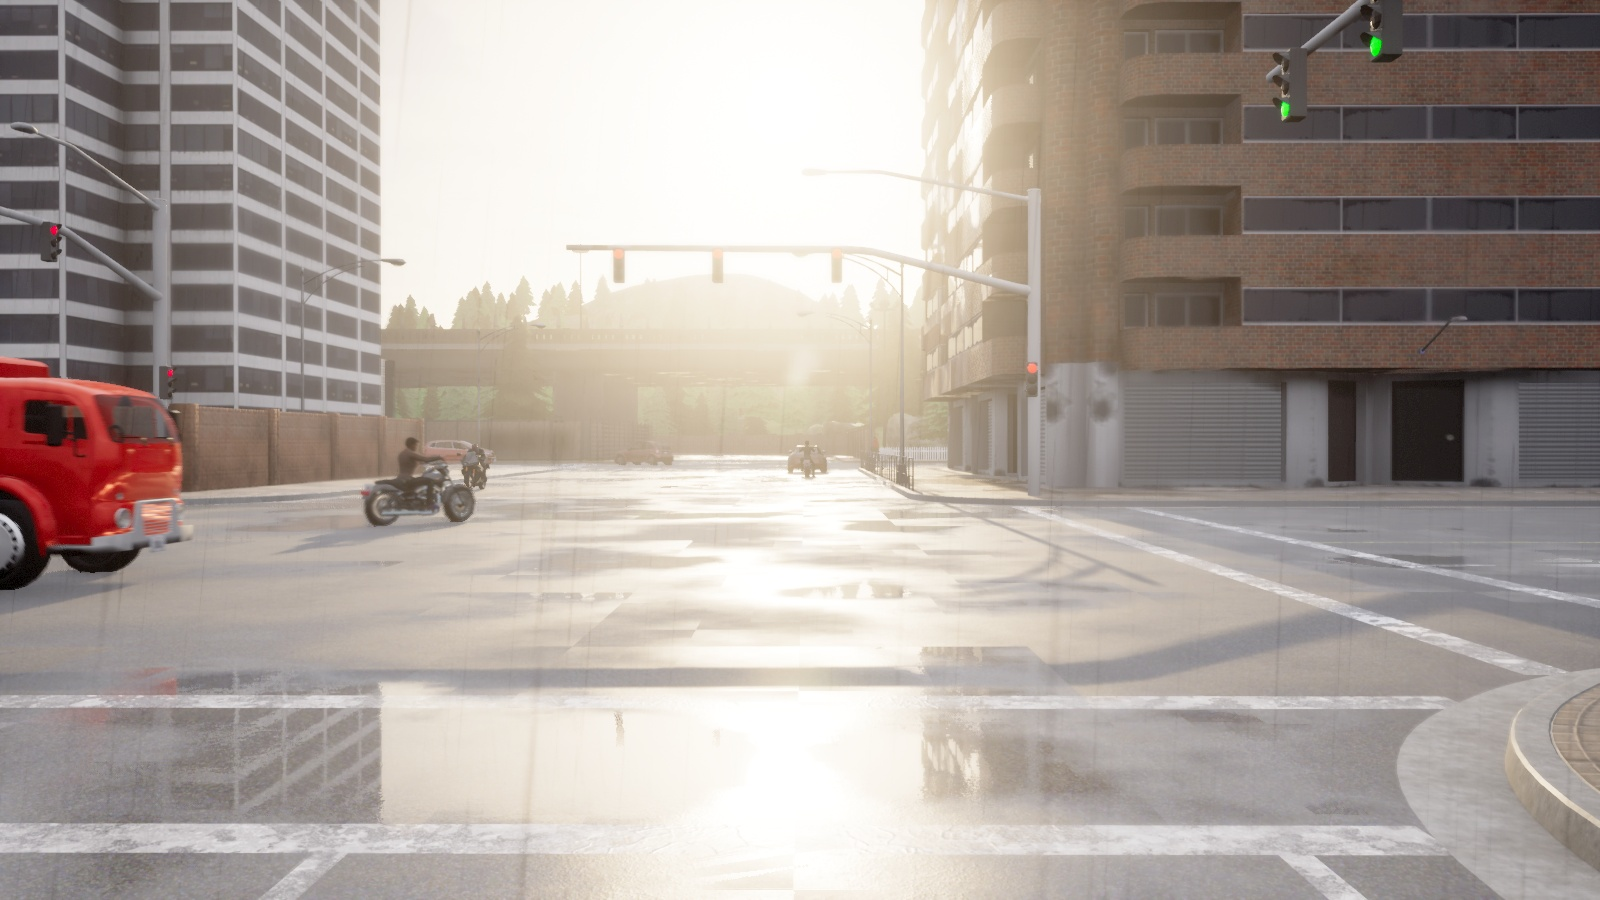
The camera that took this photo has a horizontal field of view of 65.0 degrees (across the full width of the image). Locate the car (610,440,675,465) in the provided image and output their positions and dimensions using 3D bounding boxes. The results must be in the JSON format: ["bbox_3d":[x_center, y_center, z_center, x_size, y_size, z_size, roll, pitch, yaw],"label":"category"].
[{"bbox_3d":[-10.358,0.158,82.609,3.988,1.617,1.851,0,0,34],"label":"car"}]

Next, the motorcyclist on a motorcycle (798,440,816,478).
[{"bbox_3d":[0.320,0.386,55.093,0.766,1.649,2.350,0,0,1],"label":"motorcyclist on a motorcycle"}]

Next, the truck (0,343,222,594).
[{"bbox_3d":[-9.501,0.175,13.668,5.204,2.467,2.627,0,0,1],"label":"truck"}]

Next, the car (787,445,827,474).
[{"bbox_3d":[0.367,0.450,63.841,1.994,1.385,4.181,0,0,0],"label":"car"}]

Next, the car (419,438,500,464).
[{"bbox_3d":[-21.866,0.062,80.710,4.611,1.667,2.242,0,0,0],"label":"car"}]

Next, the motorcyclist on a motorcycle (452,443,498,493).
[{"bbox_3d":[-10.265,0.549,39.709,0.866,1.530,2.191,0,0,0],"label":"motorcyclist on a motorcycle"}]

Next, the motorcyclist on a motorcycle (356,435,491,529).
[{"bbox_3d":[-6.883,0.561,23.093,0.766,1.649,2.350,-1,0,39],"label":"motorcyclist on a motorcycle"}]
